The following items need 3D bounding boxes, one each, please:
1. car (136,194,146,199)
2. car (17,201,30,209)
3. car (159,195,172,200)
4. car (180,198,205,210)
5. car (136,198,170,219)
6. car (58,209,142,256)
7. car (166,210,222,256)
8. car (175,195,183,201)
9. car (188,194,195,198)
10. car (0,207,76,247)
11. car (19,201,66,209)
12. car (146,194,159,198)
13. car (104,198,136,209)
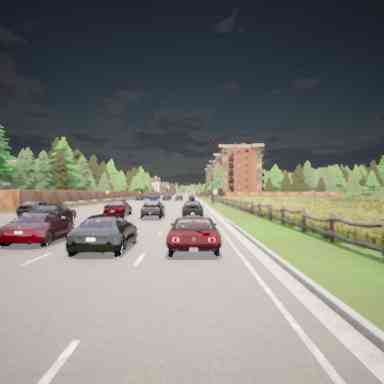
[{"bbox_3d":[-14.077,1.704,89.765,2.033,1.411,5.357,0,0,0],"label":"car"},{"bbox_3d":[-13.939,1.564,30.020,1.837,1.490,4.892,0,0,0],"label":"car"},{"bbox_3d":[-7.077,1.688,89.739,2.033,1.411,5.357,0,0,0],"label":"car"},{"bbox_3d":[0.061,1.562,30.218,1.837,1.490,4.892,0,0,0],"label":"car"},{"bbox_3d":[-3.440,1.549,29.932,2.128,1.511,4.902,0,0,0],"label":"car"},{"bbox_3d":[-3.430,1.590,13.321,1.994,1.385,4.181,0,0,0],"label":"car"},{"bbox_3d":[0.073,1.626,13.294,1.895,1.301,4.718,0,0,0],"label":"car"},{"bbox_3d":[-3.578,1.688,90.158,2.128,1.511,4.902,0,0,0],"label":"car"},{"bbox_3d":[-0.078,1.758,90.191,1.895,1.301,4.718,0,0,0],"label":"car"},{"bbox_3d":[-6.922,1.594,15.283,1.994,1.385,4.181,0,0,0],"label":"car"},{"bbox_3d":[-10.456,1.597,25.049,2.033,1.411,5.357,0,0,0],"label":"car"},{"bbox_3d":[-10.578,1.641,90.152,1.882,1.535,5.008,0,0,0],"label":"car"},{"bbox_3d":[-6.938,1.538,31.506,1.882,1.535,5.008,0,0,0],"label":"car"}]
